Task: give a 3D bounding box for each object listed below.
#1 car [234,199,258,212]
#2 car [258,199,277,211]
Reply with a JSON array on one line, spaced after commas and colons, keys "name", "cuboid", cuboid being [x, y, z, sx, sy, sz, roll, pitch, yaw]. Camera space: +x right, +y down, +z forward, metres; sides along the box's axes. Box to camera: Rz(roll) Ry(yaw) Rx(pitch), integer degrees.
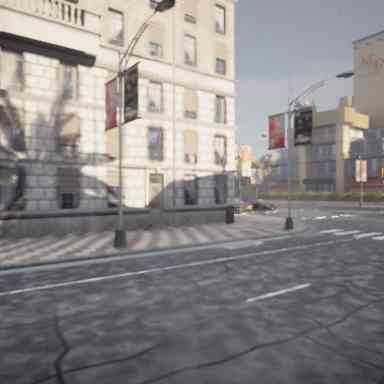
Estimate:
[{"name": "car", "cuboid": [5.091, 1.498, 38.630, 1.812, 1.442, 4.674, 0, 0, -34]}, {"name": "car", "cuboid": [7.821, 1.516, 40.819, 2.033, 1.411, 5.357, 0, 0, -36]}]
